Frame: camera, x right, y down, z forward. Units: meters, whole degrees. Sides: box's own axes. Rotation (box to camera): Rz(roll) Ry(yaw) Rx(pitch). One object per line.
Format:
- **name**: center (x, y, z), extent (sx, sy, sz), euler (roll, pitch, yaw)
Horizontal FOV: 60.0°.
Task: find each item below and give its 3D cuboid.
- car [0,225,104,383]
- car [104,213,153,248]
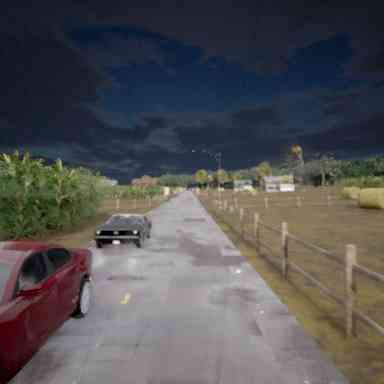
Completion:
- **car**: center (-2.867, 1.500, 4.634), extent (1.882, 1.535, 5.008), euler (0, 0, 0)
- **car**: center (-2.924, 1.638, 15.038), extent (1.895, 1.301, 4.718), euler (0, 0, 0)
